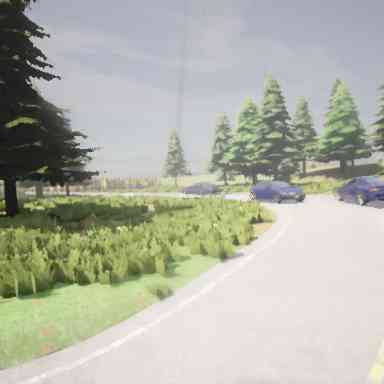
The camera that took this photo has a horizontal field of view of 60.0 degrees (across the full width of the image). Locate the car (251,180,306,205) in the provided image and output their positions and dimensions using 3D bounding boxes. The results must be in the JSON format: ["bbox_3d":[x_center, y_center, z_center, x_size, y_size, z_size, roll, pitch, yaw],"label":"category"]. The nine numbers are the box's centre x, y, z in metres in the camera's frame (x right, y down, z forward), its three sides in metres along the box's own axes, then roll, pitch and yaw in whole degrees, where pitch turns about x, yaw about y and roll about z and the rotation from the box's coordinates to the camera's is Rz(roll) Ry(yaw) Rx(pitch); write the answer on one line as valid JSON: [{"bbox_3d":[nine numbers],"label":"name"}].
[{"bbox_3d":[5.452,-0.039,21.792,1.812,1.442,4.674,-4,2,-18],"label":"car"}]

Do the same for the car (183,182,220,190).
[{"bbox_3d":[0.935,-0.360,36.384,2.033,1.411,5.357,-5,3,-35],"label":"car"}]

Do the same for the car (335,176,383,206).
[{"bbox_3d":[9.302,-0.104,17.817,1.812,1.442,4.674,-3,3,2],"label":"car"}]
